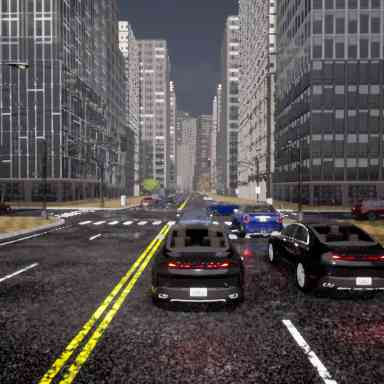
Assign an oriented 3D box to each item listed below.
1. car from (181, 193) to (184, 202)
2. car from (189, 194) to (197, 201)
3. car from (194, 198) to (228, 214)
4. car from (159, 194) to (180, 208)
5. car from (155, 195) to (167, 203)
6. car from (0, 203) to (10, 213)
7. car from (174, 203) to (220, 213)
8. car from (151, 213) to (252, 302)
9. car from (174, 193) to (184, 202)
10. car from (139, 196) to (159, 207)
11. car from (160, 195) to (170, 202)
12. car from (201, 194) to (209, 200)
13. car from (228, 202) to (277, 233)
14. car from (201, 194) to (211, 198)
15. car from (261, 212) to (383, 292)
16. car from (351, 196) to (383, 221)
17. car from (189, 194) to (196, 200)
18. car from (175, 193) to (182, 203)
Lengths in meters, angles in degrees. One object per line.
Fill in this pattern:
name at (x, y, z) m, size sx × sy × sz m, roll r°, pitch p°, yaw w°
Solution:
car at (-3.092, 1.469, 67.421) m, size 1.812 × 1.442 × 4.674 m, roll 0°, pitch 0°, yaw 1°
car at (0.217, 1.450, 80.171) m, size 1.812 × 1.442 × 4.674 m, roll 0°, pitch 0°, yaw 0°
car at (2.710, 1.595, 32.082) m, size 4.181 × 1.385 × 1.994 m, roll 0°, pitch 1°, yaw -27°
car at (-3.210, 1.471, 48.261) m, size 1.837 × 1.490 × 4.892 m, roll 0°, pitch 0°, yaw 0°
car at (-6.336, 1.420, 67.643) m, size 1.882 × 1.535 × 5.008 m, roll 0°, pitch 0°, yaw 0°
car at (-20.028, 1.315, 31.783) m, size 5.008 × 1.535 × 1.882 m, roll 1°, pitch 1°, yaw 1°
car at (0.148, 1.538, 17.785) m, size 2.033 × 1.411 × 5.357 m, roll 0°, pitch 0°, yaw 0°
car at (0.120, 1.501, 8.230) m, size 1.837 × 1.490 × 4.892 m, roll 0°, pitch 0°, yaw 0°
car at (-3.040, 1.154, 77.873) m, size 2.150 × 2.045 × 5.566 m, roll 0°, pitch 0°, yaw 0°
car at (-6.456, 1.491, 49.034) m, size 1.812 × 1.442 × 4.674 m, roll 0°, pitch 0°, yaw 2°
car at (-6.290, 1.453, 77.913) m, size 1.812 × 1.442 × 4.674 m, roll 0°, pitch 0°, yaw 0°
car at (3.495, 1.408, 90.808) m, size 1.837 × 1.490 × 4.892 m, roll 0°, pitch 0°, yaw 0°
car at (3.397, 1.342, 18.019) m, size 2.097 × 1.767 × 4.553 m, roll 0°, pitch 0°, yaw 0°
car at (3.454, 1.529, 74.705) m, size 1.895 × 1.301 × 4.718 m, roll 0°, pitch 0°, yaw 0°
car at (3.374, 1.500, 8.936) m, size 1.837 × 1.490 × 4.892 m, roll 0°, pitch 0°, yaw 0°
car at (16.278, 1.519, 28.496) m, size 5.009 × 1.841 × 2.192 m, roll 1°, pitch 0°, yaw 1°
car at (0.244, 1.387, 90.165) m, size 1.882 × 1.535 × 5.008 m, roll 0°, pitch 0°, yaw 0°
car at (-3.178, 1.460, 57.600) m, size 1.837 × 1.490 × 4.892 m, roll 0°, pitch 0°, yaw 0°
